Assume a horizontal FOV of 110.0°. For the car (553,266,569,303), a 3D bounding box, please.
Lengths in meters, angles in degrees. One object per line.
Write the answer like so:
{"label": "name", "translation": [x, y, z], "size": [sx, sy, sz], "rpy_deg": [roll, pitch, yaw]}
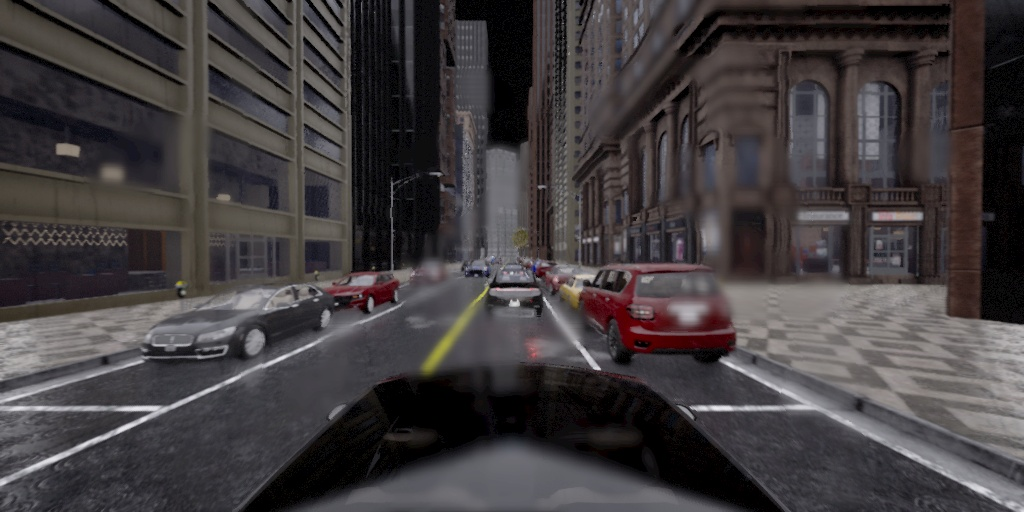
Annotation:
{"label": "car", "translation": [2.860, 1.275, 13.941], "size": [1.751, 1.417, 4.829], "rpy_deg": [0, 0, 0]}

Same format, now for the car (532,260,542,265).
{"label": "car", "translation": [3.145, 1.225, 31.933], "size": [1.882, 1.535, 5.008], "rpy_deg": [0, 0, 0]}

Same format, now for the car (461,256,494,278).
{"label": "car", "translation": [-3.091, 1.099, 33.205], "size": [2.097, 1.767, 4.553], "rpy_deg": [0, 0, 0]}

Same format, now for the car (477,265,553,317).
{"label": "car", "translation": [0.095, 1.241, 13.246], "size": [2.128, 1.511, 4.902], "rpy_deg": [0, 0, 0]}

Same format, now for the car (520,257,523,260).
{"label": "car", "translation": [2.868, 1.258, 64.562], "size": [1.751, 1.417, 4.829], "rpy_deg": [0, 0, 0]}

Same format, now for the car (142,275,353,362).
{"label": "car", "translation": [-5.667, 1.301, 8.139], "size": [2.007, 1.370, 4.403], "rpy_deg": [0, 0, 0]}

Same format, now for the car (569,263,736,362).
{"label": "car", "translation": [2.859, 1.065, 8.146], "size": [2.192, 1.841, 5.009], "rpy_deg": [0, 0, 0]}

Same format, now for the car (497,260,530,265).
{"label": "car", "translation": [0.101, 1.296, 28.685], "size": [2.033, 1.411, 5.357], "rpy_deg": [0, 0, 0]}

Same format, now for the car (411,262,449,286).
{"label": "car", "translation": [-5.664, 1.189, 25.013], "size": [1.967, 1.591, 4.097], "rpy_deg": [0, 0, 0]}

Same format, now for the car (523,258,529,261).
{"label": "car", "translation": [2.866, 1.323, 53.142], "size": [1.802, 1.307, 4.207], "rpy_deg": [0, 0, 0]}

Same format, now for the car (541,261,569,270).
{"label": "car", "translation": [2.861, 1.189, 19.395], "size": [1.967, 1.591, 4.097], "rpy_deg": [0, 0, 0]}

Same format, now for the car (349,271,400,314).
{"label": "car", "translation": [-5.666, 1.295, 13.764], "size": [1.888, 1.381, 4.507], "rpy_deg": [0, 0, 0]}

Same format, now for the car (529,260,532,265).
{"label": "car", "translation": [3.147, 1.224, 38.933], "size": [1.882, 1.535, 5.008], "rpy_deg": [0, 0, 0]}
